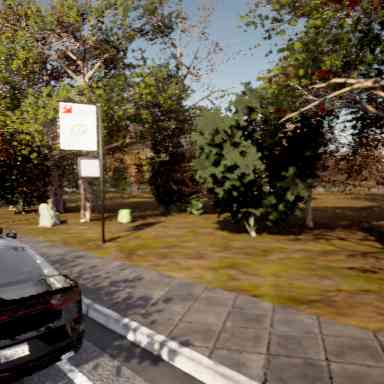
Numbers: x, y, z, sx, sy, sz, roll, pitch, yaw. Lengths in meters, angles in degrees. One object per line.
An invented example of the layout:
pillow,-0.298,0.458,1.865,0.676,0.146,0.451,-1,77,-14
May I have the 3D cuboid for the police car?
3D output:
police car,-3.544,1.372,5.121,1.930,1.638,5.238,-3,2,-44
